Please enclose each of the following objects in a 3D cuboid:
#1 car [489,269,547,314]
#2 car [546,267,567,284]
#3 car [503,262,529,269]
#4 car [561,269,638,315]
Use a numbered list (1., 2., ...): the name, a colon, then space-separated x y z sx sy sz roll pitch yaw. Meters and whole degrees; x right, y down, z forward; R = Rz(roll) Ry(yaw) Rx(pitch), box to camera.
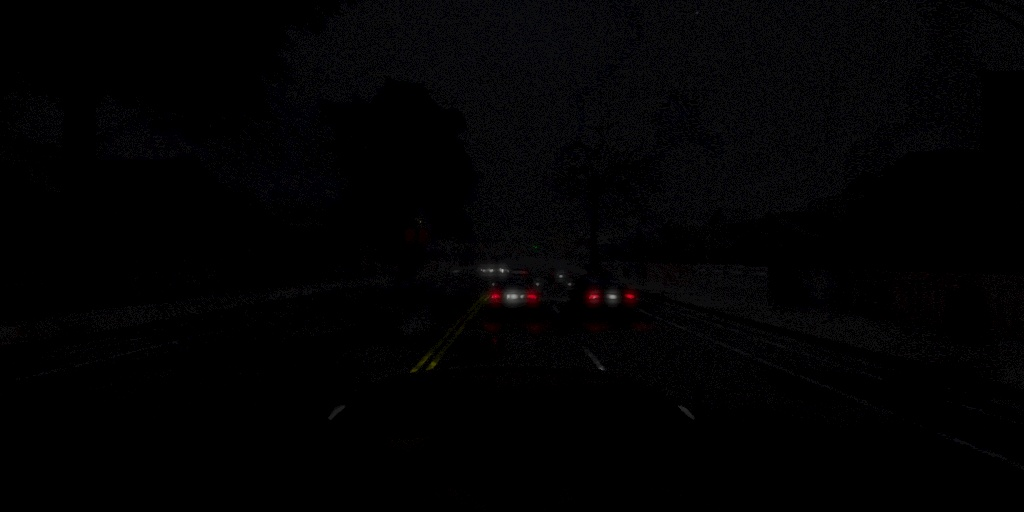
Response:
1. car: 0.125 1.419 14.348 2.033 1.411 5.357 0 -1 2
2. car: 3.933 1.579 30.126 1.994 1.385 4.181 0 0 2
3. car: 0.684 1.508 30.284 2.128 1.511 4.902 0 0 3
4. car: 3.374 1.419 14.285 2.033 1.411 5.357 0 -1 2
